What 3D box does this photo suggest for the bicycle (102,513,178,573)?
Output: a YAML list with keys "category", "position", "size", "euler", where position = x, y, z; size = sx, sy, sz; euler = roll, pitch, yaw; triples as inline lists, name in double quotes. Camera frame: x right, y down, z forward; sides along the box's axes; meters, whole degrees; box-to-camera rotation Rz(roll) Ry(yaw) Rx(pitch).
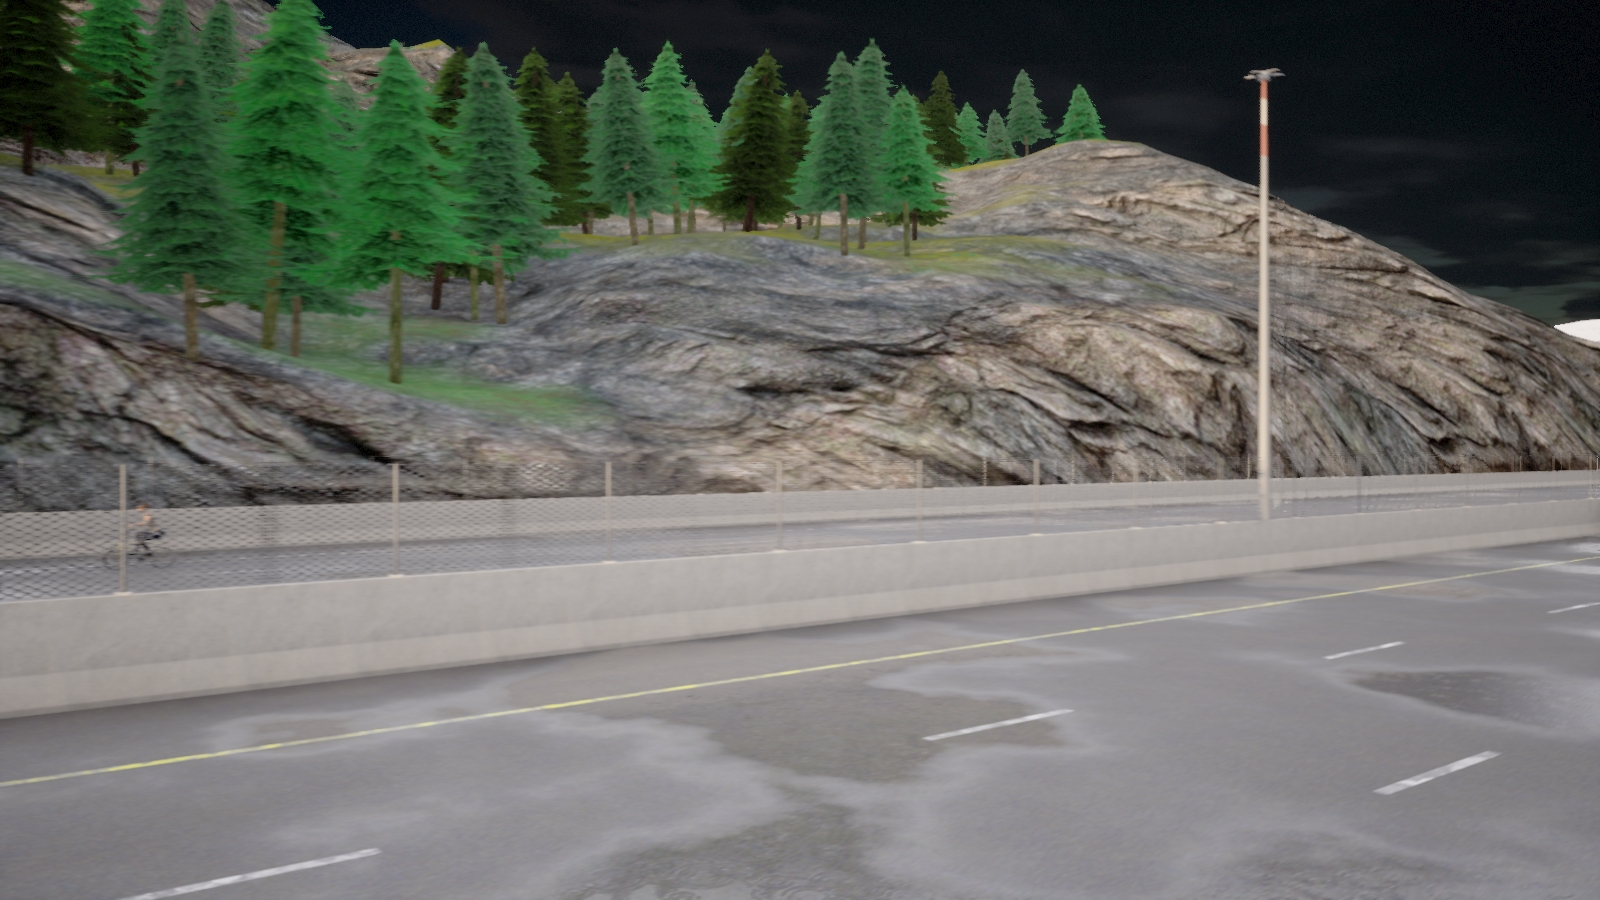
- category: "bicycle"
  position: [-15.588, 2.180, 26.980]
  size: [1.487, 1.295, 0.859]
  euler: [0, 0, -35]
